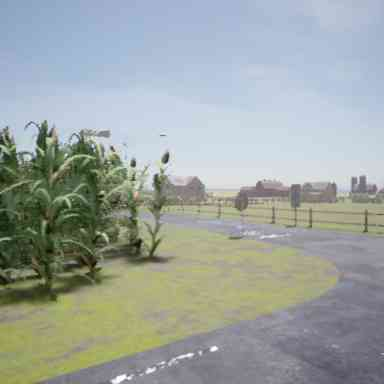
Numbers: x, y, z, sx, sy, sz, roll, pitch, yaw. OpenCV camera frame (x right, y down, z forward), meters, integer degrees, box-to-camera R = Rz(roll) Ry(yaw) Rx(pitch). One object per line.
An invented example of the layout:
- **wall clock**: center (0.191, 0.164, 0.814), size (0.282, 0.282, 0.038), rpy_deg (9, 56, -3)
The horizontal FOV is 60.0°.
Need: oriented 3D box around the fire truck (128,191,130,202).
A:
- **fire truck**: center (-10.873, 0.666, 44.734), size (2.891, 3.827, 8.468), rpy_deg (0, 0, -31)
